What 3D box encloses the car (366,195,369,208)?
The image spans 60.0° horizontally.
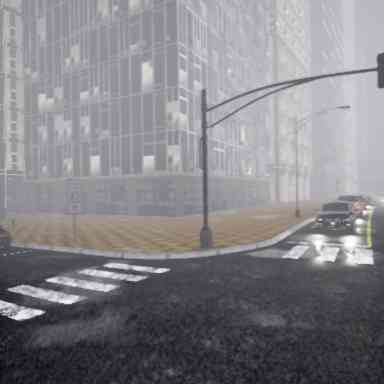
[{"bbox_3d":[17.304,1.071,35.150,1.812,1.442,4.674,-1,0,30],"label":"car"}]

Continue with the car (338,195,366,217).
[{"bbox_3d":[12.454,1.022,26.618,2.097,1.767,4.553,-1,0,29],"label":"car"}]

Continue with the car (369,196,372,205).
[{"bbox_3d":[22.411,1.012,43.678,1.895,1.301,4.718,-1,0,32],"label":"car"}]

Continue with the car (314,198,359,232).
[{"bbox_3d":[8.095,1.285,18.589,1.837,1.490,4.892,-1,0,28],"label":"car"}]

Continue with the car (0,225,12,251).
[{"bbox_3d":[-9.861,1.989,14.939,4.403,1.369,2.008,-2,0,33],"label":"car"}]
